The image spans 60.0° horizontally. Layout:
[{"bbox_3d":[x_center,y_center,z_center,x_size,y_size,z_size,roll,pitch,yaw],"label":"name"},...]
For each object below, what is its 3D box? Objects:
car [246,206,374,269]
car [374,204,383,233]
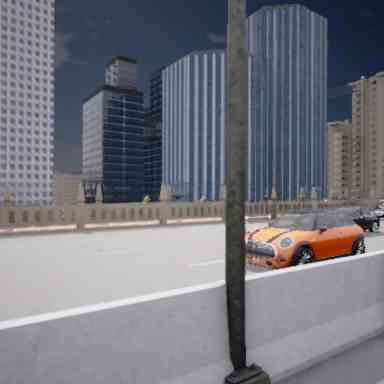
[{"bbox_3d":[3.661,1.402,10.893,4.553,1.767,2.097,0,0,-35],"label":"car"},{"bbox_3d":[8.740,1.602,18.801,4.892,1.490,1.837,0,0,-35],"label":"car"}]
